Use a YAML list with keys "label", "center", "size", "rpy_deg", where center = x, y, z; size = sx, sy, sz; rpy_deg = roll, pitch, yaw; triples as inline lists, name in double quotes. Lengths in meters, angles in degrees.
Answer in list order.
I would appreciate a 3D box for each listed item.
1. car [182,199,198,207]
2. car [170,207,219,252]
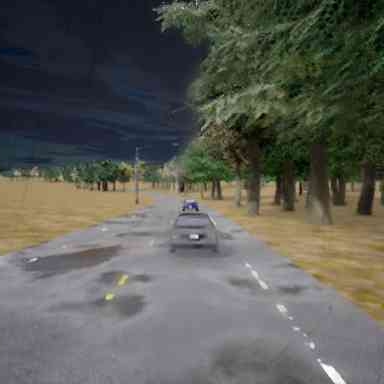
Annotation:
- label: "car"
  center: [-0.197, 1.551, 40.766]
  size: [1.812, 1.442, 4.674]
  rpy_deg: [0, 0, -1]
- label: "car"
  center: [0.060, 1.570, 13.852]
  size: [2.033, 1.411, 5.357]
  rpy_deg: [0, 0, 0]
